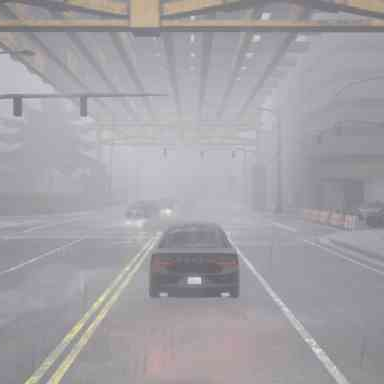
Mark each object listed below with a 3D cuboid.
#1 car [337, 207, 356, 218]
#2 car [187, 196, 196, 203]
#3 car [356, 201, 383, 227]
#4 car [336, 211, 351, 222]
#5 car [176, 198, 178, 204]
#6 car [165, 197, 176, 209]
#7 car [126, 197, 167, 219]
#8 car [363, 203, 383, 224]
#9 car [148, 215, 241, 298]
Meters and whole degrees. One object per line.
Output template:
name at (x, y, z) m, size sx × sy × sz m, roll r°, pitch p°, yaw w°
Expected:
car at (13.581, 1.295, 25.032) m, size 4.536 × 1.218 × 1.853 m, roll 0°, pitch 0°, yaw 25°
car at (-0.047, 1.492, 66.397) m, size 2.128 × 1.511 × 4.902 m, roll 0°, pitch 0°, yaw 0°
car at (13.217, 1.453, 20.894) m, size 4.974 × 1.542 × 2.038 m, roll 0°, pitch 0°, yaw -20°
car at (13.534, 1.453, 25.053) m, size 4.974 × 1.542 × 2.038 m, roll 0°, pitch 0°, yaw 25°
car at (-3.638, 1.600, 62.211) m, size 1.895 × 1.301 × 4.718 m, roll 0°, pitch 0°, yaw 0°
car at (-3.688, 1.492, 45.956) m, size 2.128 × 1.511 × 4.902 m, roll 0°, pitch 0°, yaw 0°
car at (-4.234, 1.492, 29.688) m, size 2.128 × 1.511 × 4.902 m, roll 0°, pitch 0°, yaw 13°
car at (13.265, 1.295, 20.912) m, size 4.536 × 1.218 × 1.853 m, roll 0°, pitch 0°, yaw -20°
car at (0.054, 1.478, 8.590) m, size 1.882 × 1.535 × 5.008 m, roll 0°, pitch 0°, yaw 0°
